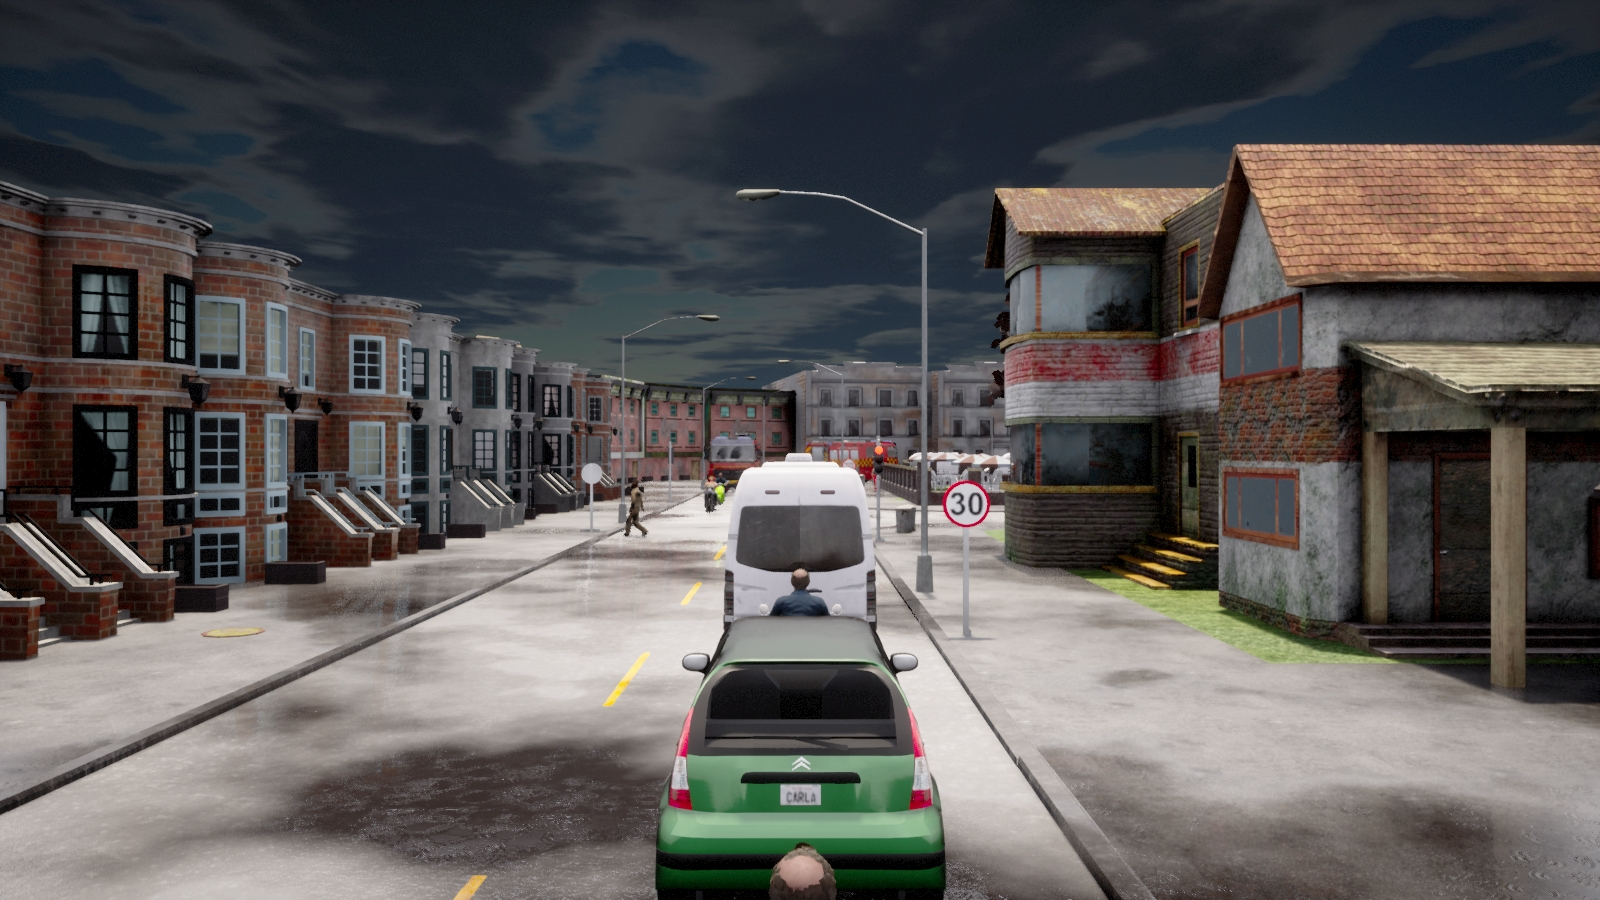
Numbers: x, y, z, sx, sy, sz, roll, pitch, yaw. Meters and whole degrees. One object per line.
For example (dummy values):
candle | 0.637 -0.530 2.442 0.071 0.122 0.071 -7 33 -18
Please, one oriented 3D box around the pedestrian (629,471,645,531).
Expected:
pedestrian | -5.176 1.615 36.290 0.375 1.860 0.375 0 0 11

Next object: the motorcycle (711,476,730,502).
motorcycle | -4.010 1.940 57.629 0.856 1.236 1.805 0 0 0

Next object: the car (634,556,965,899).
car | -0.003 1.776 8.385 1.851 1.617 3.988 0 0 0

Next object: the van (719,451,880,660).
van | -0.006 1.308 17.043 1.988 2.561 5.915 0 0 0

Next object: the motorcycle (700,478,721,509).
motorcycle | -4.006 1.930 51.378 0.764 1.277 2.356 0 0 0

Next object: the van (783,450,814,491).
van | -0.066 1.287 75.016 1.988 2.561 5.915 0 0 0

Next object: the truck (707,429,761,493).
truck | -4.030 0.644 71.886 2.891 3.827 8.468 0 0 0

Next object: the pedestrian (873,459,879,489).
pedestrian | 4.761 1.498 71.688 0.375 1.860 0.375 0 0 1
